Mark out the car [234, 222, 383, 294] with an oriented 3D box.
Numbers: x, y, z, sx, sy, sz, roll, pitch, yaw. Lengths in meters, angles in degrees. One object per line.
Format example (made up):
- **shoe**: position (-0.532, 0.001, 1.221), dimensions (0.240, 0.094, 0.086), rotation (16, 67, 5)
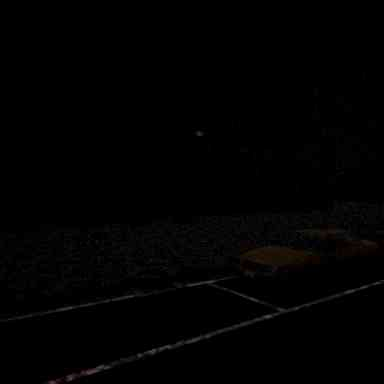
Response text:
- **car**: position (3.275, 1.593, 9.000), dimensions (4.829, 1.417, 1.752), rotation (1, 0, -36)
